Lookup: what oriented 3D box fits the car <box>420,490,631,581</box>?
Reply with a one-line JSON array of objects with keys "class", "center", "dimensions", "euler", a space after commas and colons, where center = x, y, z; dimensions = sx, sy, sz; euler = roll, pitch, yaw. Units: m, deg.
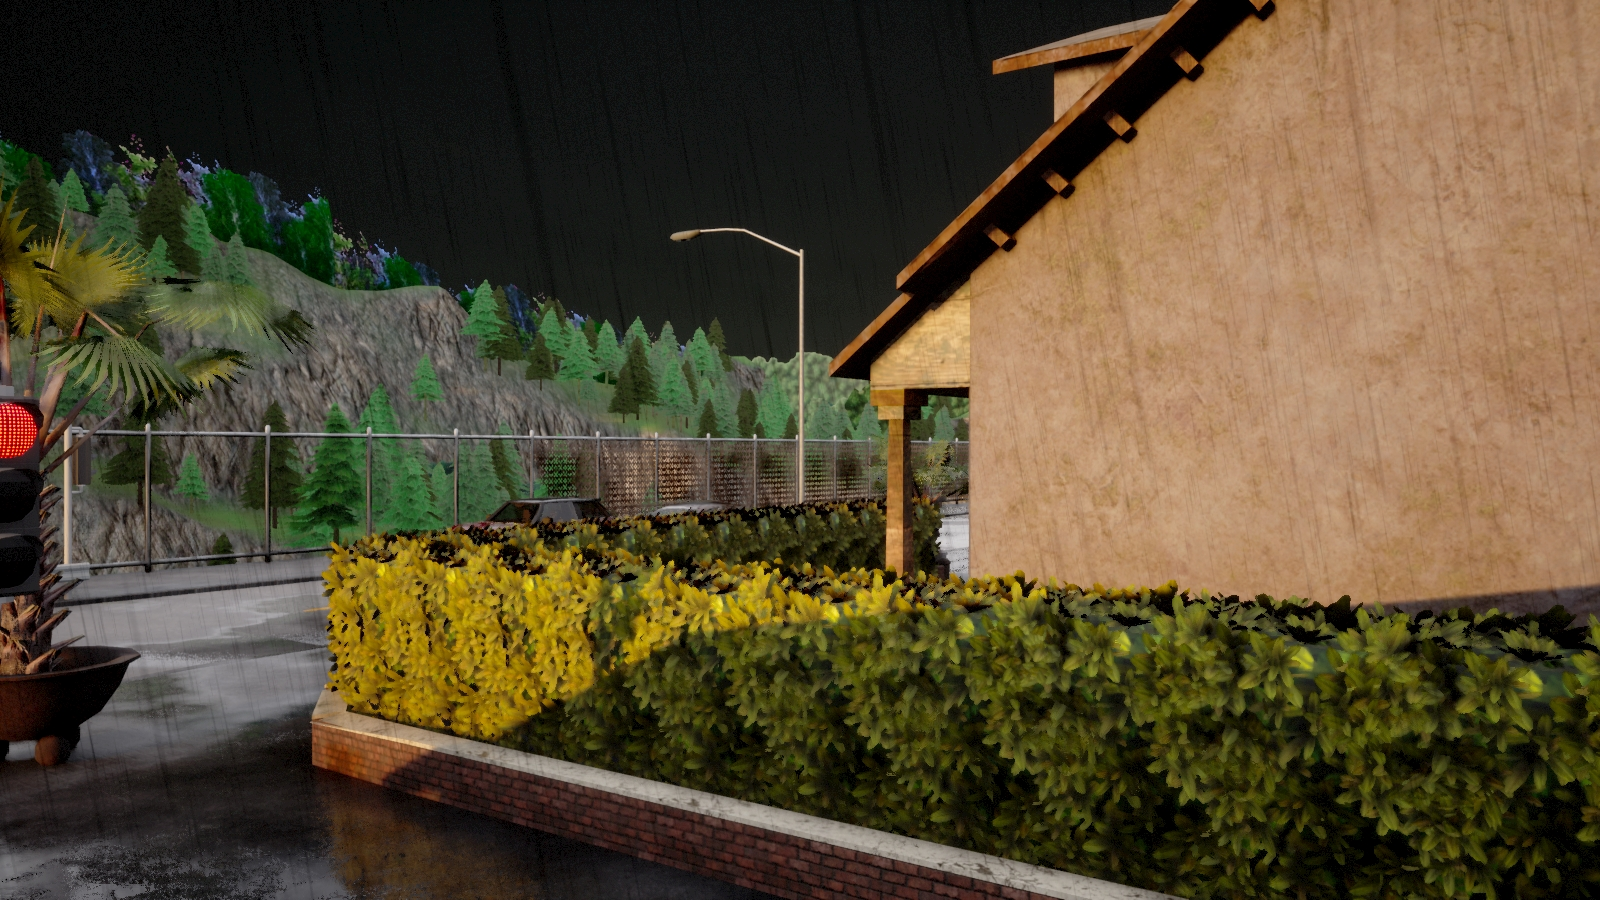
[{"class": "car", "center": [-6.312, 1.906, 26.765], "dimensions": [2.097, 1.767, 4.553], "euler": [0, 0, 35]}]
